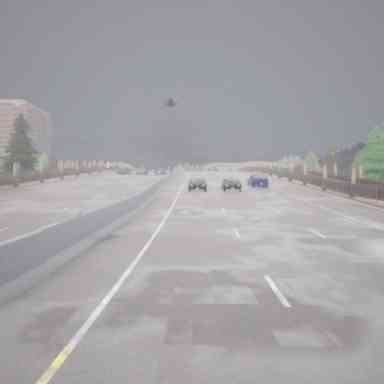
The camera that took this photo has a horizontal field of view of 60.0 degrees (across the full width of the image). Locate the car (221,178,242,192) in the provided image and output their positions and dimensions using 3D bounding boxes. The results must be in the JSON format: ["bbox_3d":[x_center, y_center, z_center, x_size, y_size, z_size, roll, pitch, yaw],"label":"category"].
[{"bbox_3d":[4.106,-0.842,35.276,1.895,1.301,4.718,0,6,1],"label":"car"}]

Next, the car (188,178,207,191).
[{"bbox_3d":[0.604,-0.856,35.298,1.895,1.301,4.718,0,6,1],"label":"car"}]

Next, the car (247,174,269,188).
[{"bbox_3d":[7.697,-1.350,39.042,1.882,1.535,5.008,0,6,1],"label":"car"}]

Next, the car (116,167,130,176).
[{"bbox_3d":[-12.979,-3.916,62.924,1.837,1.490,4.892,0,6,1],"label":"car"}]

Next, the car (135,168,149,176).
[{"bbox_3d":[-9.482,-3.878,62.924,1.812,1.442,4.674,0,6,2],"label":"car"}]

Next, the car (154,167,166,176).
[{"bbox_3d":[-5.987,-3.876,62.765,2.128,1.511,4.902,0,6,2],"label":"car"}]
